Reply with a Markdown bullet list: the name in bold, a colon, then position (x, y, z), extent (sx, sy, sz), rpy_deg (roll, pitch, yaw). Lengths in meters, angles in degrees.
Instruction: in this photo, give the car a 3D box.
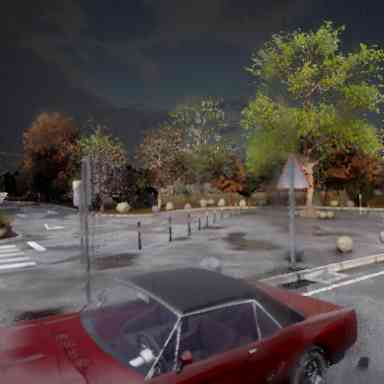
- **car**: position (-0.386, 1.598, 3.412), extent (4.718, 1.301, 1.895), rpy_deg (0, 0, -36)
